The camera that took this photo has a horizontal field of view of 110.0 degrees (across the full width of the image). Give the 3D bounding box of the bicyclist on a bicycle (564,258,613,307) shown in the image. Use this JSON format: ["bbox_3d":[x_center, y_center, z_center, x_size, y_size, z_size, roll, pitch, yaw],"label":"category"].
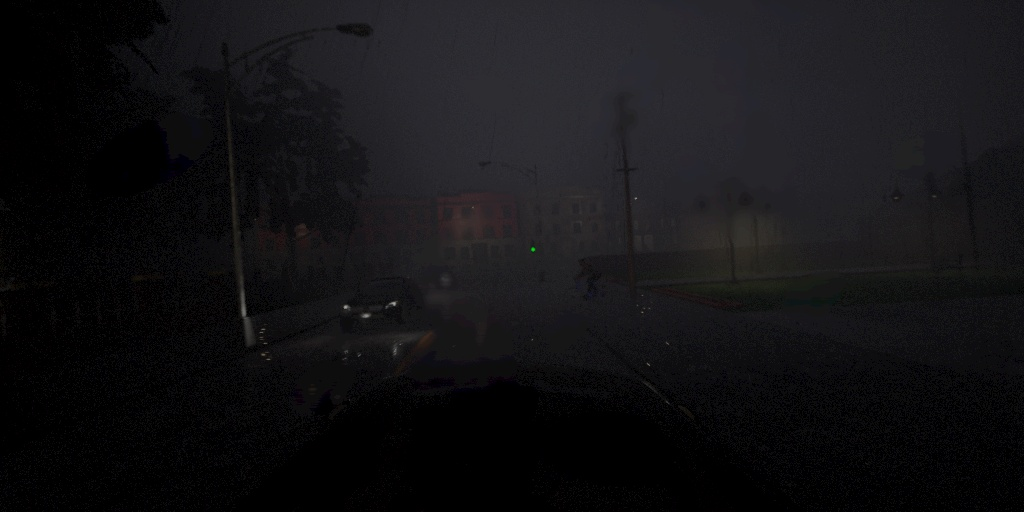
[{"bbox_3d":[2.516,0.881,11.969,1.656,1.620,0.582,-4,0,-1],"label":"bicyclist on a bicycle"}]

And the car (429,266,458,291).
[{"bbox_3d":[-4.537,1.388,22.531,1.812,1.442,4.674,-3,0,-1],"label":"car"}]

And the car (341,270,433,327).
[{"bbox_3d":[-4.311,1.444,12.735,1.812,1.442,4.674,-3,0,-2],"label":"car"}]
